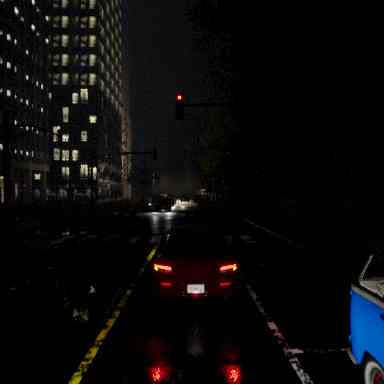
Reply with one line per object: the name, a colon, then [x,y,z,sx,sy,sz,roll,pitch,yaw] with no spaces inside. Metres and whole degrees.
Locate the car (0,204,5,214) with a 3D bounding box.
car: [-18.230,1.377,28.530,4.206,1.307,1.802,1,0,3]

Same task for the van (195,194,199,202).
van: [1.731,1.321,51.259,1.690,1.788,3.998,0,0,-2]

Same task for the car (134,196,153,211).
car: [-5.846,1.538,39.794,2.008,1.369,4.403,0,0,-1]

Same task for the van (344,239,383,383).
van: [2.557,1.341,2.172,1.690,1.788,3.998,0,0,0]

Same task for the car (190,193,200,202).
car: [0.713,1.269,78.971,2.192,1.841,5.009,0,0,-3]

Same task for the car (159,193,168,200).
car: [-8.107,1.250,95.219,2.192,1.841,5.009,0,0,-3]

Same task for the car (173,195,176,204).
car: [-3.632,1.545,49.544,1.994,1.385,4.181,0,0,-2]

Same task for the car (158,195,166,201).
car: [-7.557,1.531,84.138,1.802,1.307,4.206,0,0,-3]

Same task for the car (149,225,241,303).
car: [0.051,1.525,8.106,1.812,1.442,4.674,0,0,0]

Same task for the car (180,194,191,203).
car: [-1.505,1.551,70.641,1.895,1.301,4.718,0,0,-2]

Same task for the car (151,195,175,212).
car: [-3.360,1.492,39.061,1.837,1.490,4.892,0,0,-1]

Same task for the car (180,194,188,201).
car: [-1.927,1.263,80.616,1.882,1.535,5.008,0,0,-3]

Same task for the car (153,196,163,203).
car: [-6.849,1.511,67.508,1.887,1.381,4.507,0,0,-2]

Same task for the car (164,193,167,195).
car: [-4.032,1.323,63.145,2.097,1.767,4.553,0,0,-2]

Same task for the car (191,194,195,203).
car: [1.162,1.491,68.053,1.752,1.417,4.829,0,0,-2]

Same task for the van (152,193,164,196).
van: [-6.646,1.313,61.965,1.690,1.788,3.998,0,0,-2]

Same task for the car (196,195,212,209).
car: [1.883,1.509,45.887,1.752,1.417,4.829,0,0,-2]

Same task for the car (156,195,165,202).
car: [-7.303,1.500,78.594,1.887,1.381,4.507,0,0,-2]
